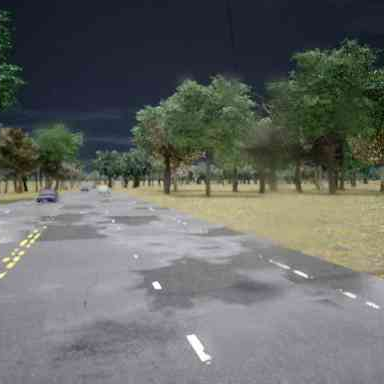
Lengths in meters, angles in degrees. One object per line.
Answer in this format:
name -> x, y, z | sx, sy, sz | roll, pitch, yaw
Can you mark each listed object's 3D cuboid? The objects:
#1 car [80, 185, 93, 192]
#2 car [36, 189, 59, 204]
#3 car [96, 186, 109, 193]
car -> -23.492, -0.680, 72.986 | 2.033, 1.411, 5.357 | -1, 2, -15
car -> -15.083, 0.424, 35.014 | 2.033, 1.411, 5.357 | -1, 2, -17
car -> -17.465, -0.509, 65.660 | 1.812, 1.442, 4.674 | -1, 2, -18
